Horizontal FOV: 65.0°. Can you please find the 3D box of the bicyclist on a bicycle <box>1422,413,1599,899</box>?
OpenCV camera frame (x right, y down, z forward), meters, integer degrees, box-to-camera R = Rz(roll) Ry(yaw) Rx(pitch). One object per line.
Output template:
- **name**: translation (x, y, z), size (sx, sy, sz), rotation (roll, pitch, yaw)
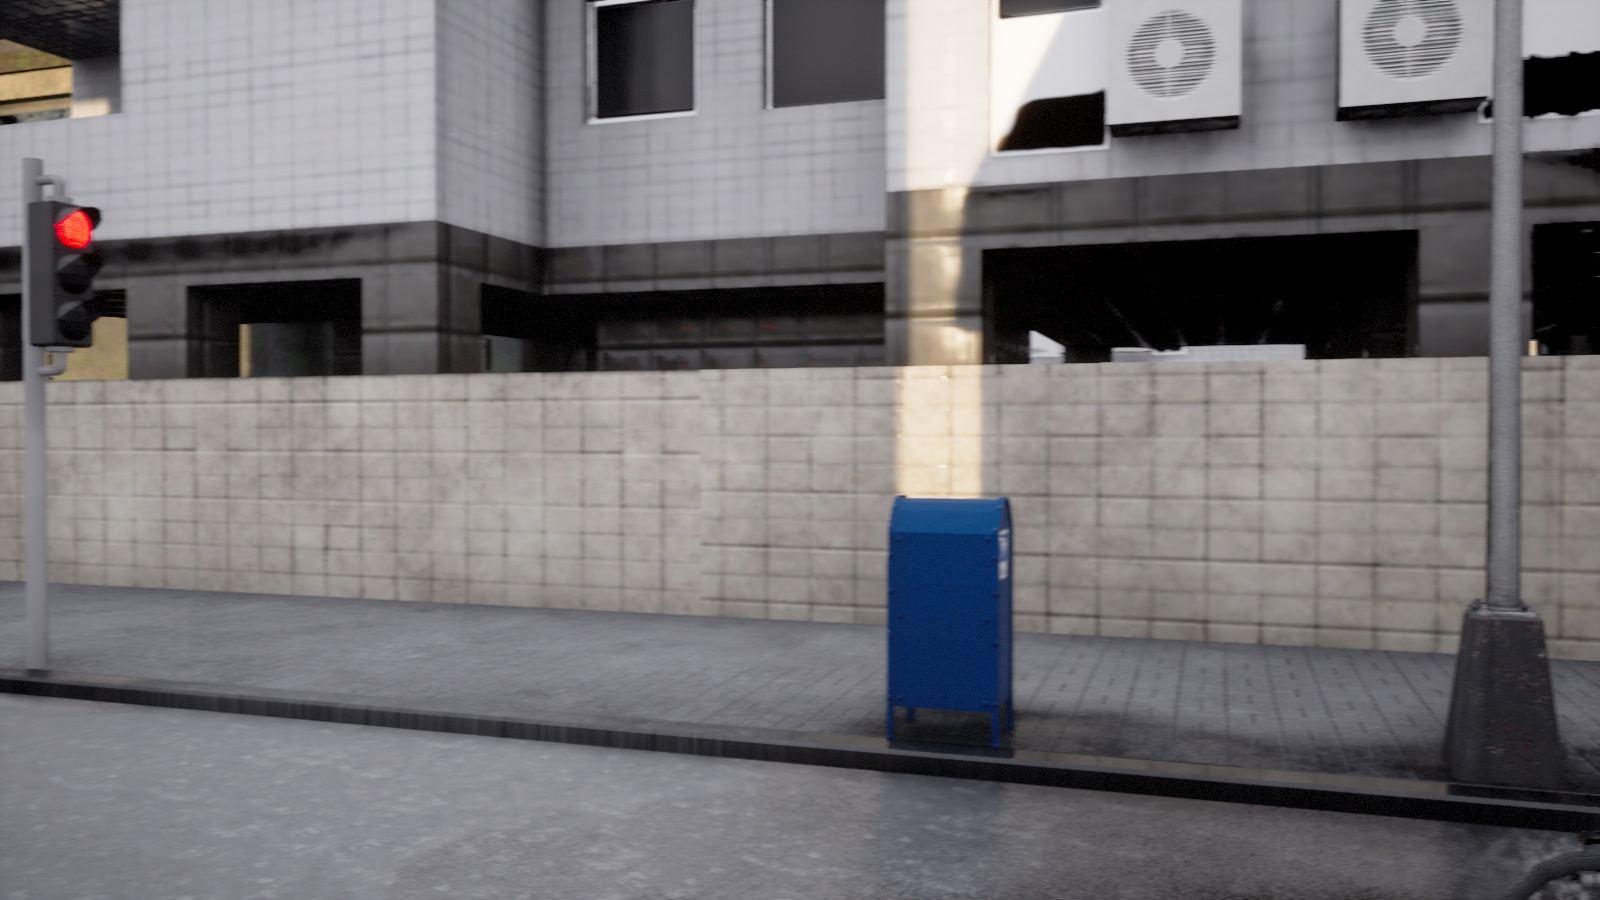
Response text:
- **bicyclist on a bicycle**: translation (2.364, 0.727, 2.934), size (1.509, 1.612, 0.866), rotation (1, 1, 18)
